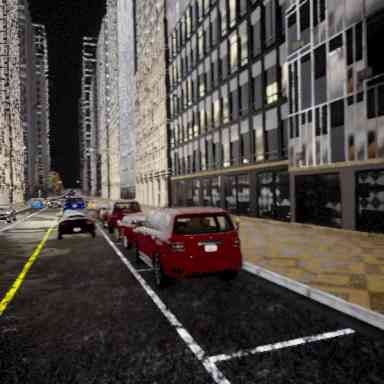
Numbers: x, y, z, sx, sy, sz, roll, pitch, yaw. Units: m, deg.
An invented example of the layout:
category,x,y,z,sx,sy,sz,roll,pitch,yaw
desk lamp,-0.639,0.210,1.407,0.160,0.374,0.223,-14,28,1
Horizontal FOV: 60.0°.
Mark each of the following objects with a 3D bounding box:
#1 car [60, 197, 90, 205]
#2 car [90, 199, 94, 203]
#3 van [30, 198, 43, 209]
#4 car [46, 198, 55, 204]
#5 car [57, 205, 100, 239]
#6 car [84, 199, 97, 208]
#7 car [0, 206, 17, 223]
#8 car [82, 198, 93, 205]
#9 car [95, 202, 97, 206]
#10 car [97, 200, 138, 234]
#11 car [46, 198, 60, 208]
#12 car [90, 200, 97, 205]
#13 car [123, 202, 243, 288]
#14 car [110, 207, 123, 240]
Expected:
category,x,y,z,sx,sy,sz,roll,pitch,yaw
car,-12.041,1.480,34.210,2.150,2.045,5.566,-1,0,-19
car,-13.910,1.813,47.173,1.752,1.417,4.829,-2,0,-20
van,-25.594,1.886,54.913,1.690,1.788,3.998,-2,0,-20
car,-37.133,2.293,87.094,1.887,1.381,4.507,-2,0,-20
car,-6.322,1.664,18.249,1.812,1.442,4.674,-1,0,-20
car,-17.700,1.926,57.741,1.947,1.339,4.313,-2,0,-20
car,-15.967,1.905,28.094,2.008,1.369,4.403,-2,0,-20
car,-21.549,1.996,68.467,1.947,1.339,4.313,-2,0,-20
car,-6.214,1.656,25.718,1.752,1.417,4.829,-2,0,-20
car,-4.239,1.403,20.195,2.192,1.841,5.009,-2,0,-20
car,-23.437,1.844,56.880,2.097,1.767,4.553,-1,0,-20
car,-8.081,1.715,30.922,1.887,1.381,4.507,-2,0,-20
car,-0.391,1.320,9.468,2.192,1.841,5.009,-2,0,-20
car,-2.308,1.591,14.832,1.887,1.381,4.507,-2,0,-20
